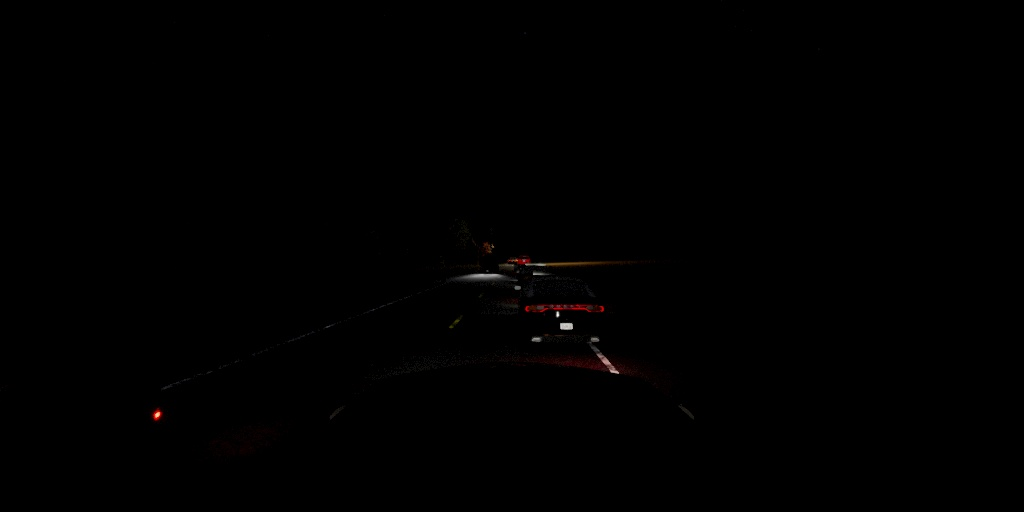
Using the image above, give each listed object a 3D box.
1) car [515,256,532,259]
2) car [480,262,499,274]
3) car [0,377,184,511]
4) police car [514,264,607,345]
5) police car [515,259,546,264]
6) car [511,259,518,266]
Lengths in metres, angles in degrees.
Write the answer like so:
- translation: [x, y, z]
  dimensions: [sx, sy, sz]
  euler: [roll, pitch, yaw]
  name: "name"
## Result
- translation: [2.099, 0.956, 59.935]
  dimensions: [2.150, 2.045, 5.566]
  euler: [0, 0, 4]
  name: "car"
- translation: [-2.575, 1.347, 41.386]
  dimensions: [1.895, 1.301, 4.718]
  euler: [0, 0, 3]
  name: "car"
- translation: [-3.592, 1.297, 0.475]
  dimensions: [2.033, 1.411, 5.357]
  euler: [0, 0, 0]
  name: "car"
- translation: [1.099, 1.175, 9.623]
  dimensions: [1.930, 1.638, 5.238]
  euler: [0, 0, 1]
  name: "police car"
- translation: [1.272, 1.175, 19.588]
  dimensions: [1.930, 1.638, 5.238]
  euler: [0, 0, 1]
  name: "police car"
- translation: [1.308, 1.344, 46.810]
  dimensions: [1.895, 1.301, 4.718]
  euler: [0, 0, 4]
  name: "car"
